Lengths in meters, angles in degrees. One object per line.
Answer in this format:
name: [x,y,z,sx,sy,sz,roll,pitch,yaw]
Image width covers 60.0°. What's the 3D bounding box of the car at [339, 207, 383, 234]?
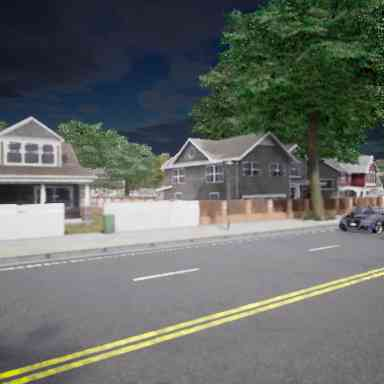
car: [10.254,1.546,18.997,4.181,1.385,1.994,0,0,-36]
